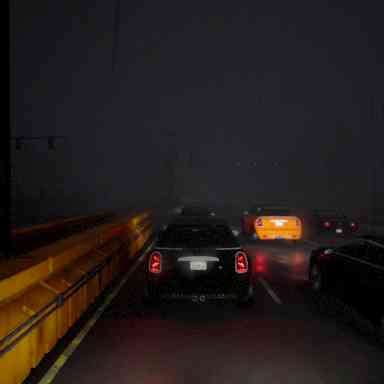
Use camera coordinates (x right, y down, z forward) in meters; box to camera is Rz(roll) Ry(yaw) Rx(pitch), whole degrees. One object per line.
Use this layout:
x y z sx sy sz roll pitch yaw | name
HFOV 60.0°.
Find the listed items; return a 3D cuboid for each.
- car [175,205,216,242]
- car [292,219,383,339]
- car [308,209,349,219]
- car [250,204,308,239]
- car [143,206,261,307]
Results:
0.154 1.504 17.313 1.837 1.490 4.892 0 0 0 | car
3.616 1.491 5.850 2.128 1.511 4.902 0 0 0 | car
7.157 1.601 18.378 1.895 1.301 4.718 0 0 0 | car
3.651 1.352 16.009 2.097 1.767 4.553 0 0 0 | car
0.123 1.352 8.138 2.097 1.767 4.553 0 0 0 | car
